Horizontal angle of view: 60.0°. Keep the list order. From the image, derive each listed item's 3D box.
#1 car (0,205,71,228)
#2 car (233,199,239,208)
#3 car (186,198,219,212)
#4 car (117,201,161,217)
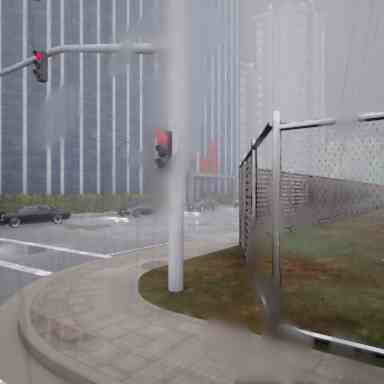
[{"bbox_3d":[-10.610,1.552,22.061,1.895,1.301,4.718,0,0,36],"label":"car"},{"bbox_3d":[7.579,1.428,47.307,1.882,1.535,5.008,0,0,36],"label":"car"},{"bbox_3d":[1.281,1.456,38.611,1.837,1.490,4.892,0,0,36],"label":"car"},{"bbox_3d":[-4.764,1.515,30.204,1.994,1.385,4.181,0,0,36],"label":"car"}]
